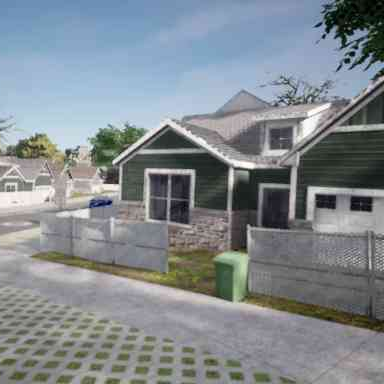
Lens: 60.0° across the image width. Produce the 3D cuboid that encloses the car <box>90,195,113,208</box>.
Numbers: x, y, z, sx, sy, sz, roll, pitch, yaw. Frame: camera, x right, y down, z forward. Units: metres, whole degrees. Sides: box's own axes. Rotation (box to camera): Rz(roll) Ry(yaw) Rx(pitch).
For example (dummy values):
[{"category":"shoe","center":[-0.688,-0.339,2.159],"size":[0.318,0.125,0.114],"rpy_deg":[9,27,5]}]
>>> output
[{"category":"car","center":[-10.677,1.136,39.548],"size":[1.882,1.535,5.008],"rpy_deg":[2,1,-2]}]
